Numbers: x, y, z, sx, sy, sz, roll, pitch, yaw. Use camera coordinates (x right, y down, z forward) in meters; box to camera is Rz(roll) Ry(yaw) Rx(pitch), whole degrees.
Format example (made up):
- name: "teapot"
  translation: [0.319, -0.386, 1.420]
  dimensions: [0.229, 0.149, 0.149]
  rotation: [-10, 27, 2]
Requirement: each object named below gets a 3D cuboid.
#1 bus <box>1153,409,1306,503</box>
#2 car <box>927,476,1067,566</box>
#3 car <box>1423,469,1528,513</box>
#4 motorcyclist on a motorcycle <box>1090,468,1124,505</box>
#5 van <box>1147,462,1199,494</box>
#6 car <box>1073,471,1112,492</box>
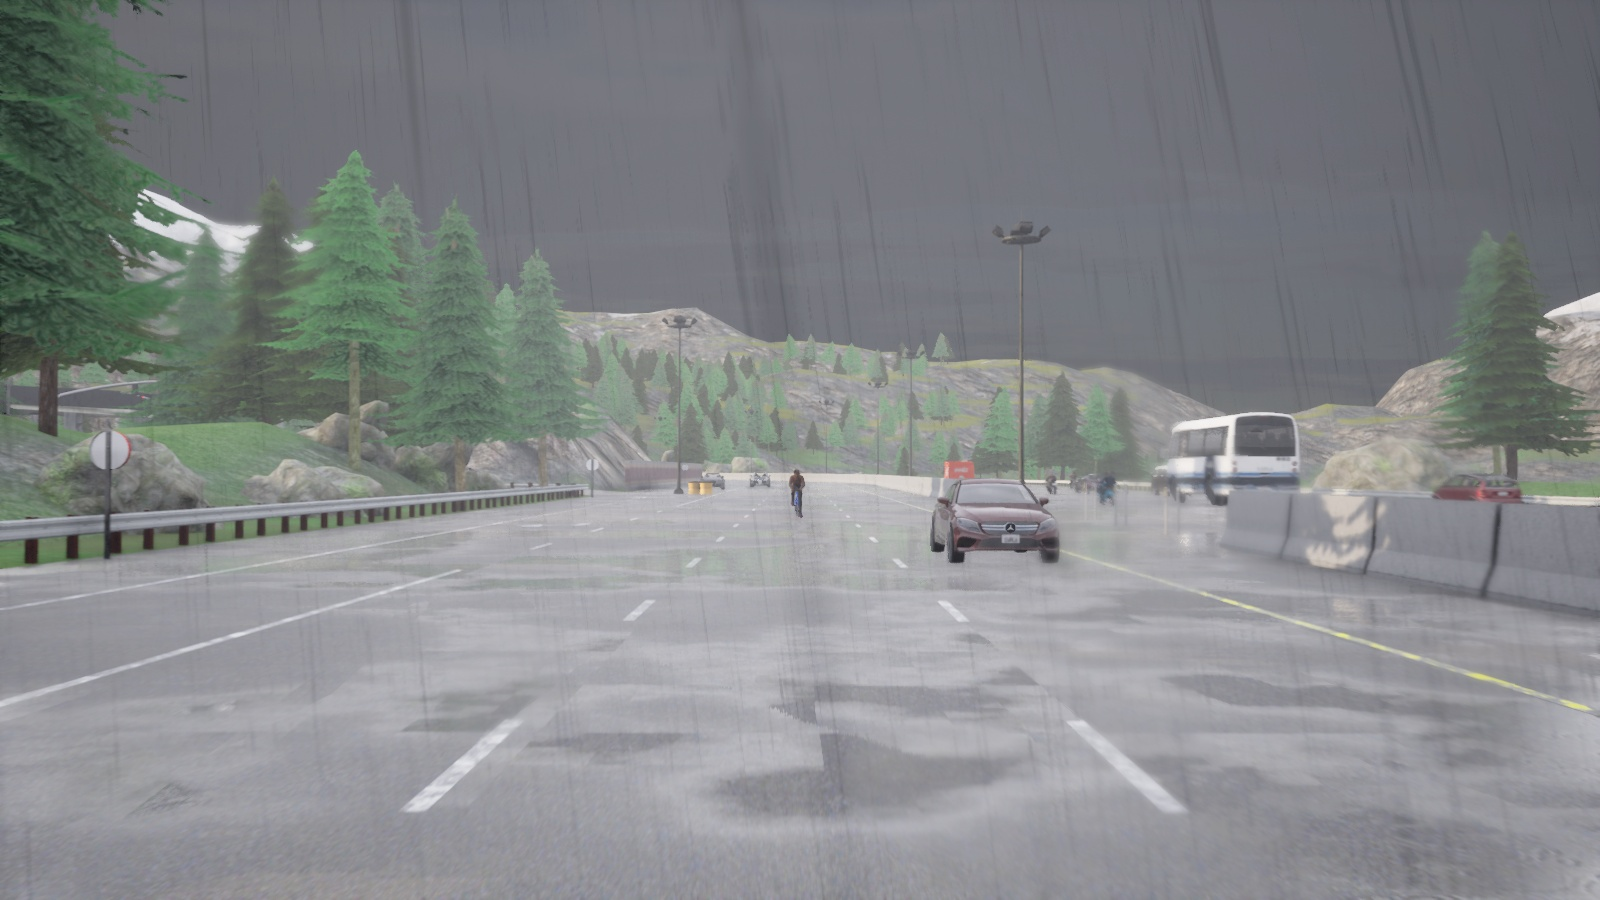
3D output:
- name: "bus"
  translation: [20.878, 0.391, 61.919]
  dimensions: [3.944, 4.253, 10.273]
  rotation: [0, -1, 0]
- name: "car"
  translation: [3.461, 1.209, 22.874]
  dimensions: [1.812, 1.442, 4.674]
  rotation: [0, -1, 0]
- name: "car"
  translation: [24.414, 1.458, 45.536]
  dimensions: [1.789, 1.549, 3.705]
  rotation: [0, -1, 0]
- name: "motorcyclist on a motorcycle"
  translation: [14.112, 1.679, 57.835]
  dimensions: [0.866, 1.590, 1.817]
  rotation: [4, -2, -6]
- name: "van"
  translation: [24.344, 1.817, 82.125]
  dimensions: [2.069, 2.038, 4.480]
  rotation: [0, -1, 0]
- name: "car"
  translation: [20.831, 2.245, 89.616]
  dimensions: [1.816, 1.474, 4.193]
  rotation: [0, -1, 0]
